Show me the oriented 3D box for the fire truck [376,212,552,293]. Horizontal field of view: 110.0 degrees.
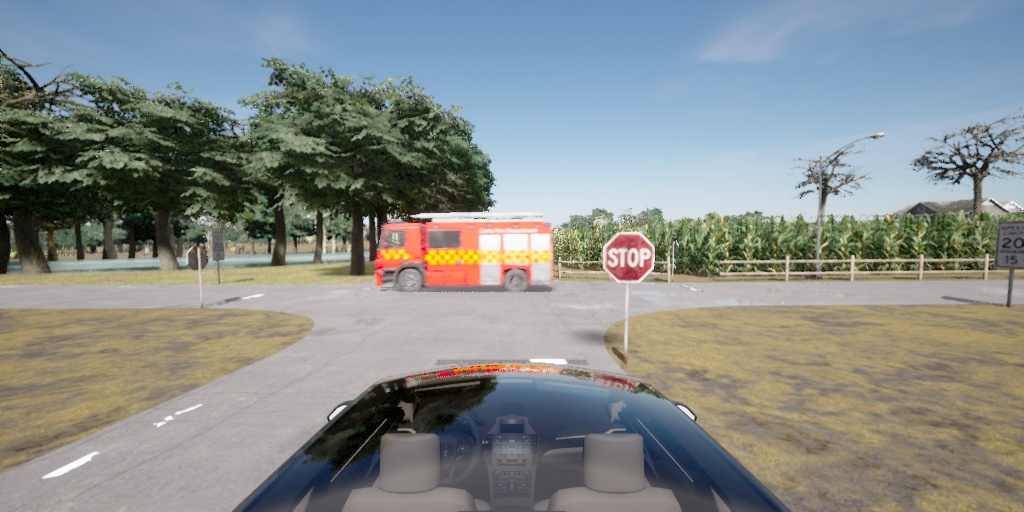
[{"bbox_3d":[-2.223,-0.164,18.134,8.468,3.827,2.891,-1,1,1],"label":"fire truck"}]
